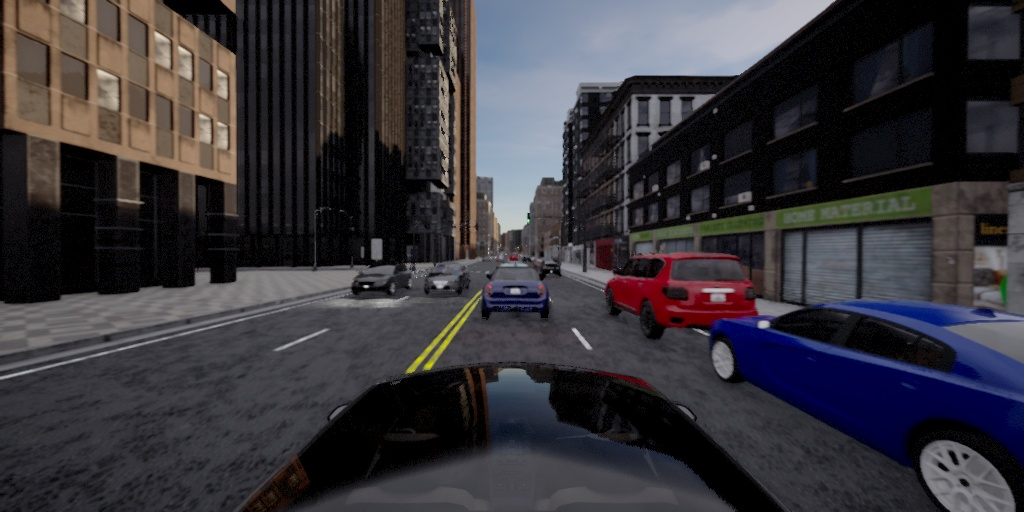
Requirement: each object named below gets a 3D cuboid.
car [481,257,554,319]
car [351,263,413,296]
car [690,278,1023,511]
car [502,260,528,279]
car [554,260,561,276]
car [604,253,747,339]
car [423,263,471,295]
[{"bbox_3d":[0.136,1.032,12.675,2.097,1.767,4.553,0,0,1],"label":"car"},{"bbox_3d":[-6.529,1.126,18.497,1.837,1.490,4.892,0,0,0],"label":"car"},{"bbox_3d":[4.227,1.227,4.041,1.882,1.535,5.008,0,0,0],"label":"car"},{"bbox_3d":[0.223,1.111,30.996,2.033,1.411,5.357,0,0,0],"label":"car"},{"bbox_3d":[3.428,1.067,33.310,1.837,1.490,4.892,0,1,1],"label":"car"},{"bbox_3d":[4.255,0.935,10.069,2.150,2.045,5.566,0,0,0],"label":"car"},{"bbox_3d":[-3.277,1.120,18.852,2.128,1.511,4.902,0,0,0],"label":"car"}]
